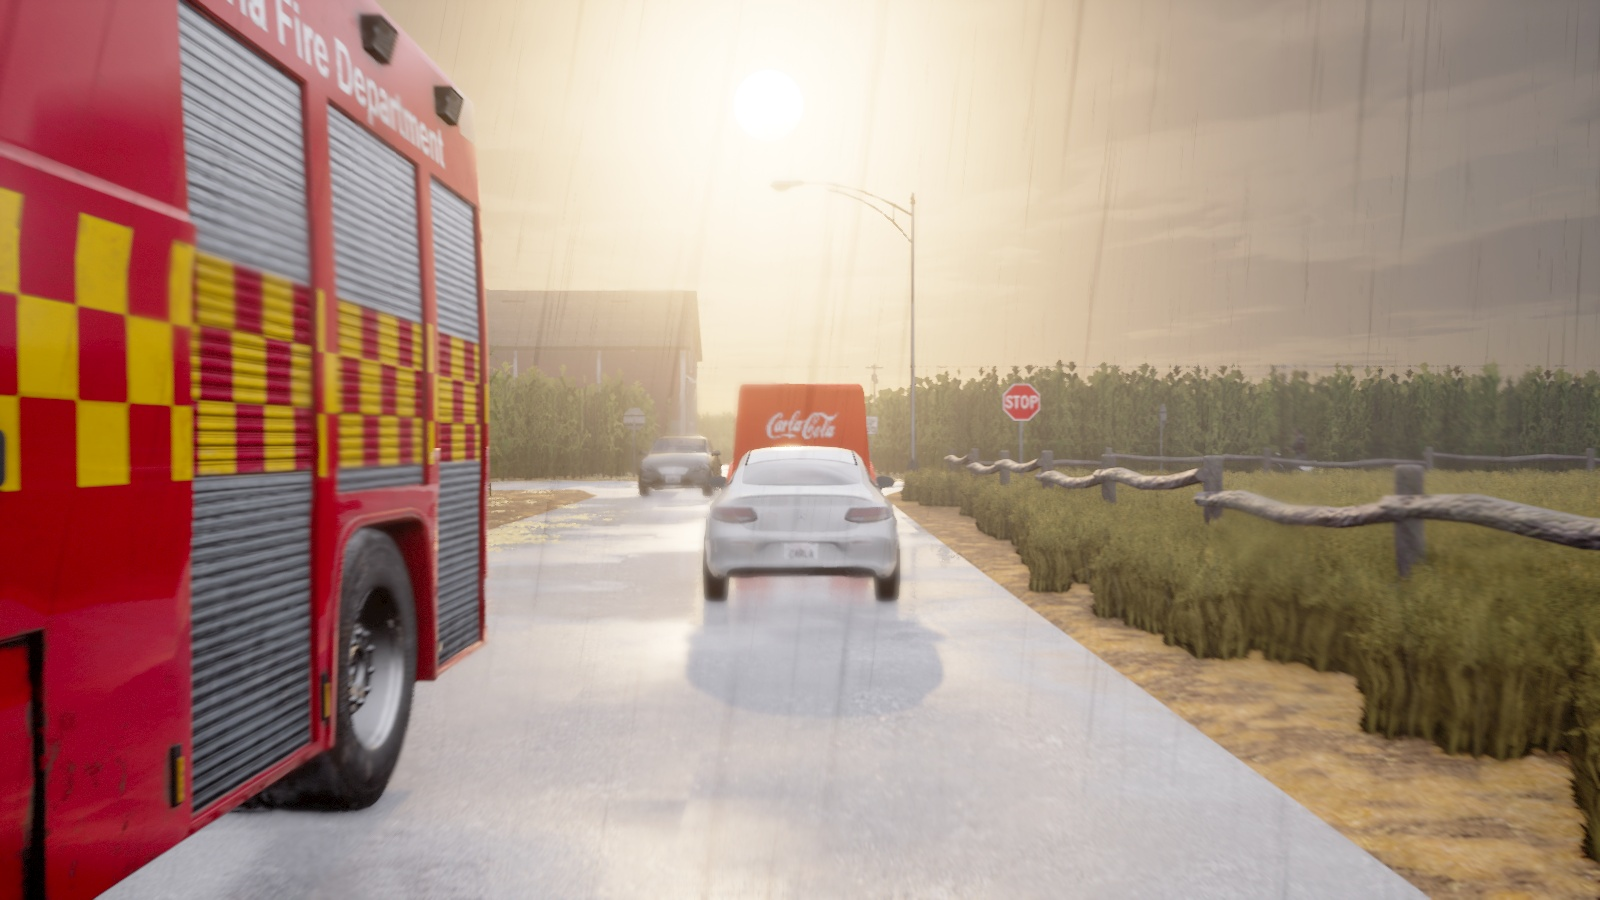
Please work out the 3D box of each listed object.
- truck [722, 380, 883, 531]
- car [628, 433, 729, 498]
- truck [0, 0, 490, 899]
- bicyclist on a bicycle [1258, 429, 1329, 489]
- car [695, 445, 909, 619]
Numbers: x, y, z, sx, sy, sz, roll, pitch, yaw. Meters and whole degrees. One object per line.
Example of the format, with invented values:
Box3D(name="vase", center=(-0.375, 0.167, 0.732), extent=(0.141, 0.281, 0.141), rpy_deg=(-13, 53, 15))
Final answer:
Box3D(name="truck", center=(0.032, 0.057, 23.139), extent=(2.627, 2.467, 5.204), rpy_deg=(0, 1, 0))
Box3D(name="car", center=(-3.063, 0.346, 32.651), extent=(2.128, 1.511, 4.902), rpy_deg=(0, 1, 0))
Box3D(name="truck", center=(-3.088, -0.434, 2.404), extent=(2.891, 3.827, 8.468), rpy_deg=(0, 0, 0))
Box3D(name="bicyclist on a bicycle", center=(14.819, 0.260, 37.763), extent=(1.843, 1.776, 0.659), rpy_deg=(1, 0, 0))
Box3D(name="car", center=(0.019, 0.683, 12.963), extent=(1.812, 1.442, 4.674), rpy_deg=(0, 1, 0))
